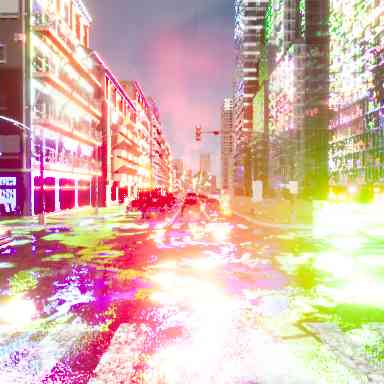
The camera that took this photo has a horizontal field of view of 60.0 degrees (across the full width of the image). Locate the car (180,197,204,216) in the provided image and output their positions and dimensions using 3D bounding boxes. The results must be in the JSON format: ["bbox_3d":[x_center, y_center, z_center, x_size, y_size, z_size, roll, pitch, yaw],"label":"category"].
[{"bbox_3d":[-0.066,1.502,31.999,1.837,1.490,4.892,0,0,1],"label":"car"}]

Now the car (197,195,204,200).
[{"bbox_3d":[2.366,1.535,92.098,1.752,1.417,4.829,-1,0,0],"label":"car"}]

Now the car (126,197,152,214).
[{"bbox_3d":[-5.808,1.540,35.355,1.887,1.381,4.507,-1,0,0],"label":"car"}]

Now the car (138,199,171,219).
[{"bbox_3d":[-3.187,1.560,29.141,1.994,1.385,4.181,0,0,0],"label":"car"}]

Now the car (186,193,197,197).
[{"bbox_3d":[-0.112,1.223,69.850,2.150,2.045,5.566,0,0,0],"label":"car"}]

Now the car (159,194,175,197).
[{"bbox_3d":[-3.237,1.488,49.189,2.128,1.511,4.902,0,0,0],"label":"car"}]

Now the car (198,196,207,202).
[{"bbox_3d":[2.419,1.548,74.980,1.887,1.381,4.507,-1,0,0],"label":"car"}]

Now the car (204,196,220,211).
[{"bbox_3d":[2.522,1.540,41.086,1.887,1.381,4.507,-1,0,0],"label":"car"}]

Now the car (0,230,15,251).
[{"bbox_3d":[-8.850,1.639,11.477,4.718,1.301,1.895,0,1,0],"label":"car"}]

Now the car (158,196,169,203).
[{"bbox_3d":[-5.911,1.584,69.249,1.802,1.307,4.206,-1,0,0],"label":"car"}]

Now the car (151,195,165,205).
[{"bbox_3d":[-5.878,1.439,57.950,1.967,1.590,4.097,-1,0,0],"label":"car"}]

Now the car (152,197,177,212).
[{"bbox_3d":[-3.207,1.560,39.067,1.994,1.385,4.181,0,0,0],"label":"car"}]

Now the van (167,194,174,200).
[{"bbox_3d":[-5.982,1.350,91.843,1.690,1.788,3.998,-1,0,0],"label":"van"}]

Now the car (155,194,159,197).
[{"bbox_3d":[-5.863,1.312,52.302,2.192,1.841,5.009,-1,0,0],"label":"car"}]

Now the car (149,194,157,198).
[{"bbox_3d":[-5.826,1.436,41.004,1.967,1.590,4.097,-1,0,0],"label":"car"}]

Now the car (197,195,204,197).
[{"bbox_3d":[2.453,1.551,63.682,2.008,1.369,4.403,-1,0,0],"label":"car"}]

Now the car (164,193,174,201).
[{"bbox_3d":[-5.966,1.322,86.195,2.192,1.841,5.009,-1,0,0],"label":"car"}]
